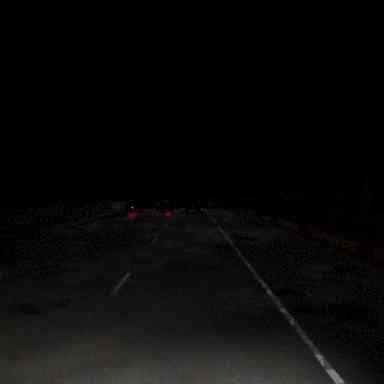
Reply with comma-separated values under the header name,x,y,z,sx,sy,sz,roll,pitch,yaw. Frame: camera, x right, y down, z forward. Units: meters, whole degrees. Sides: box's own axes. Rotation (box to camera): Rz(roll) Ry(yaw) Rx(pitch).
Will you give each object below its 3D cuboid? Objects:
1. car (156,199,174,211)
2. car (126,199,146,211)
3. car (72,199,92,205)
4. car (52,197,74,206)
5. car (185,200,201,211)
name,x,y,z,sx,sy,sz,roll,pitch,yaw
car,-3.402,1.622,41.995,1.812,1.442,4.674,0,-1,0
car,-6.902,1.588,41.059,1.837,1.490,4.892,0,-1,0
car,-17.549,2.239,54.895,1.895,1.301,4.718,0,-4,1
car,-21.047,1.857,54.894,2.150,2.045,5.566,0,-4,1
car,0.098,1.663,42.167,1.994,1.385,4.181,0,-1,0
